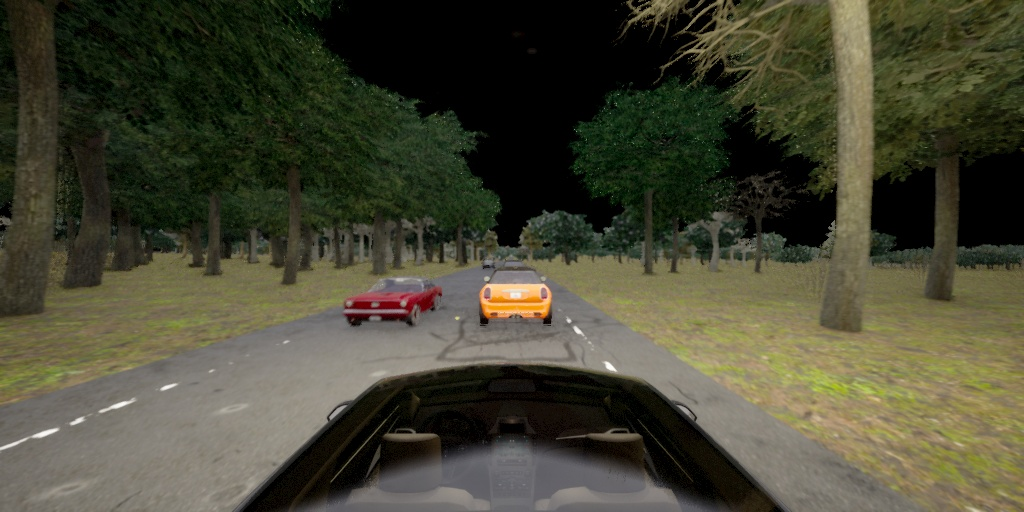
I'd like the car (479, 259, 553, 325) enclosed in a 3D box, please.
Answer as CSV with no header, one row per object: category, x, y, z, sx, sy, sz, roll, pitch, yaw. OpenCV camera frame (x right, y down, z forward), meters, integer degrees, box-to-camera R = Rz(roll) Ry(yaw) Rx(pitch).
car,0.103,1.099,12.005,2.097,1.767,4.553,0,0,0

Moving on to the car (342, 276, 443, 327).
car,-3.599,1.348,11.647,1.895,1.301,4.718,0,0,0

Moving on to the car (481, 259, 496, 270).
car,-3.551,1.290,55.061,1.837,1.490,4.892,0,0,0
